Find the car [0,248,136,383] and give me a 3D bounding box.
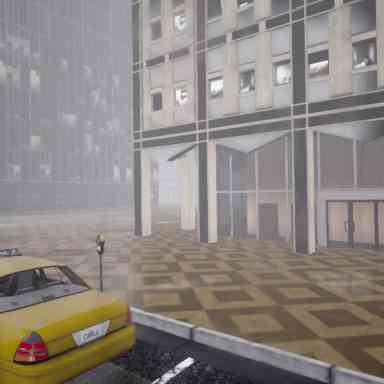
[{"bbox_3d":[-2.988,1.528,5.021,4.829,1.417,1.752,0,-1,36],"label":"car"}]
